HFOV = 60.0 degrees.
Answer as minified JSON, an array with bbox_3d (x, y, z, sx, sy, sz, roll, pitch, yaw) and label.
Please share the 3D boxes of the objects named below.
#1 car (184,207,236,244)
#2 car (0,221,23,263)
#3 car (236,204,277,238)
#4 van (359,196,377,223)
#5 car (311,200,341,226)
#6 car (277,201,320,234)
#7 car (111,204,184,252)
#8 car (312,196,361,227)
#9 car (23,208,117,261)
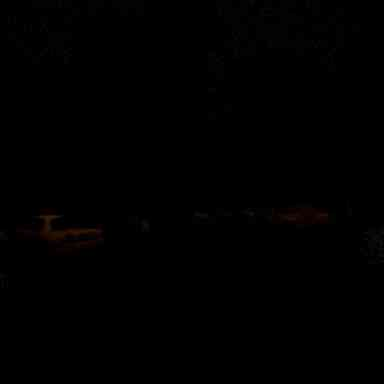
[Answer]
[{"bbox_3d":[-0.588,1.546,15.862,4.674,1.452,2.002,-1,-1,34],"label":"car"},{"bbox_3d":[-7.782,1.381,10.639,4.553,1.767,2.185,-1,-1,35],"label":"car"},{"bbox_3d":[1.779,1.546,17.641,4.674,1.452,2.002,-1,-1,33],"label":"car"},{"bbox_3d":[11.242,1.278,24.838,4.442,1.987,1.878,-1,-1,32],"label":"van"},{"bbox_3d":[6.325,1.505,21.341,5.366,1.575,1.946,-1,-1,33],"label":"car"},{"bbox_3d":[4.293,1.500,19.341,5.366,1.575,1.946,-1,-1,33],"label":"car"},{"bbox_3d":[-2.945,1.380,14.084,4.553,1.767,2.185,-1,-1,34],"label":"car"},{"bbox_3d":[8.845,1.380,23.043,4.553,1.767,2.185,-1,-1,32],"label":"car"},{"bbox_3d":[-5.513,1.505,12.453,5.366,1.575,1.946,-1,-1,34],"label":"car"}]
